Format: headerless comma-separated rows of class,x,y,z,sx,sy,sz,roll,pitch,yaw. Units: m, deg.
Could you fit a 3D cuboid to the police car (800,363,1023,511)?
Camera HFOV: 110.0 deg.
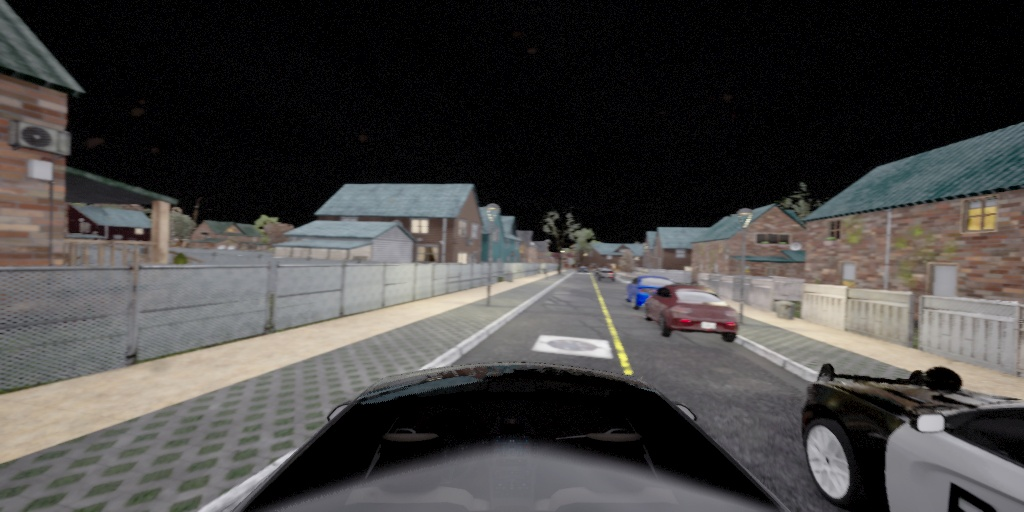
police car,3.349,1.320,1.469,1.930,1.638,5.238,2,-1,12

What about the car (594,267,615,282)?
car,10.883,2.131,41.509,2.128,1.511,4.902,2,-1,12

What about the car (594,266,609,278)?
car,13.166,2.354,52.762,1.882,1.535,5.008,2,-1,12

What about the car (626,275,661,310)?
car,6.581,1.663,17.027,1.882,1.535,5.008,2,-1,12

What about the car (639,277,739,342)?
car,5.357,1.599,11.152,1.812,1.442,4.674,2,-1,12
